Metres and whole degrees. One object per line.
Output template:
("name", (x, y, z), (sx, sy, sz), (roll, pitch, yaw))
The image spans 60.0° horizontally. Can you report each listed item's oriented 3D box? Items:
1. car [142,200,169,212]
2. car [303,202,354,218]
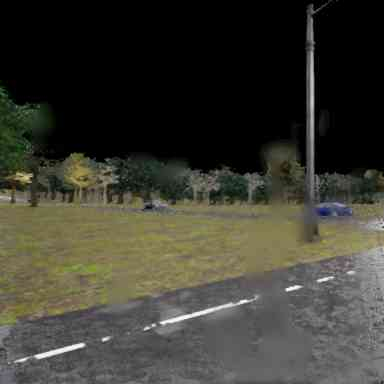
("car", (-5.142, 1.848, 46.763), (2.097, 1.767, 4.553), (2, -3, -36))
("car", (13.374, 1.776, 32.982), (1.882, 1.535, 5.008), (2, -3, -36))
